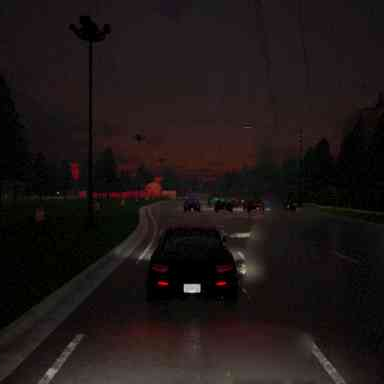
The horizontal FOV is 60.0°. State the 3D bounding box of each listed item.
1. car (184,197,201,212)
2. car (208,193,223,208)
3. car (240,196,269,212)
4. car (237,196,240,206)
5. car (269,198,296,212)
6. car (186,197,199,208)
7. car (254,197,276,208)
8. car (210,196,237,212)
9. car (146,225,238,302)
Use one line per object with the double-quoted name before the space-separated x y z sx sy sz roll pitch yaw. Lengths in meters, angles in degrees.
"car" 0.019 1.597 38.382 1.895 1.301 4.718 0 0 0
"car" 3.524 1.216 48.380 2.150 2.045 5.566 0 0 0
"car" 7.018 1.501 37.931 1.837 1.490 4.892 0 0 0
"car" 7.023 1.347 48.319 2.097 1.767 4.553 0 0 0
"car" 10.519 1.560 38.346 1.994 1.385 4.181 0 0 0
"car" 0.024 1.521 48.394 1.812 1.442 4.674 0 0 0
"car" 10.524 1.542 48.347 2.033 1.411 5.357 0 0 0
"car" 3.518 1.488 37.933 2.128 1.511 4.902 0 0 0
"car" 0.004 1.525 8.141 1.812 1.442 4.674 0 0 0
